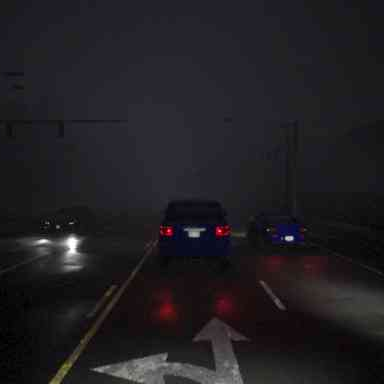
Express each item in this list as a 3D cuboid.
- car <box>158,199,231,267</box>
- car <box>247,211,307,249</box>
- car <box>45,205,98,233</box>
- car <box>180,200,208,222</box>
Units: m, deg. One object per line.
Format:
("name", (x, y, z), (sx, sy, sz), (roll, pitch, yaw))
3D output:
("car", (0.106, 1.245, 11.718), (2.150, 2.045, 5.566), (0, 0, 1))
("car", (3.615, 1.555, 14.658), (1.812, 1.442, 4.674), (0, 0, 0))
("car", (-6.981, 1.562, 19.741), (1.837, 1.490, 4.892), (0, 0, 0))
("car", (0.127, 1.473, 27.563), (2.128, 1.511, 4.902), (0, 0, 0))
